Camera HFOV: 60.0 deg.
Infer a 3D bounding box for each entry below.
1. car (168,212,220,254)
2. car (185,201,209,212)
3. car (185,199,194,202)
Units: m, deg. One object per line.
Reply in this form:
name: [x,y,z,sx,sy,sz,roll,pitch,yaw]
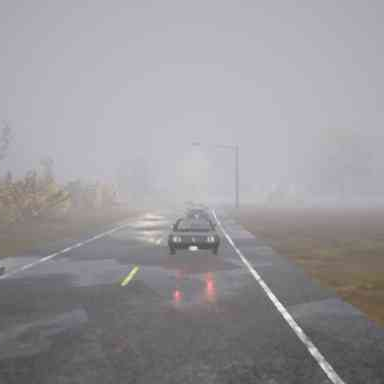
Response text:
car: [0.100,1.732,14.058,1.895,1.301,4.718,0,0,1]
car: [0.476,1.796,29.290,1.812,1.442,4.674,0,0,2]
car: [-0.473,2.196,72.844,2.033,1.411,5.357,0,-1,5]
